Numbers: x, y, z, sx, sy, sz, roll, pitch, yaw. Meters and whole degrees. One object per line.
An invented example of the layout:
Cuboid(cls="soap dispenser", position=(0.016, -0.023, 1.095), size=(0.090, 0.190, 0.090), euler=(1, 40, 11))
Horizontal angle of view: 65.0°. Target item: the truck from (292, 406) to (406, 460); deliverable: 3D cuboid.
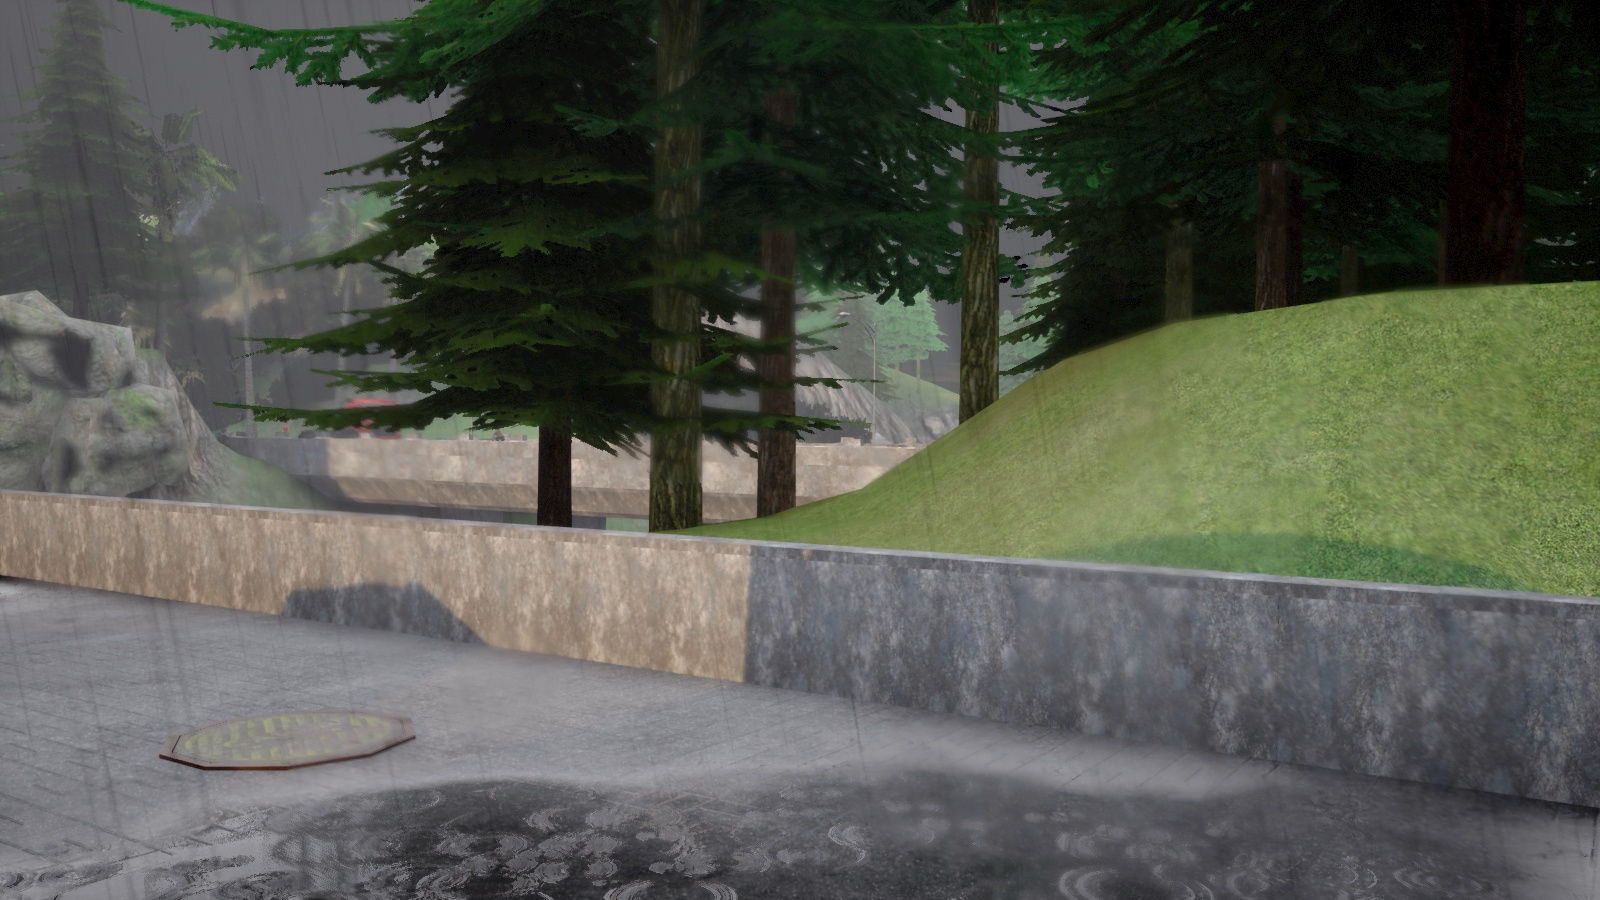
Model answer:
Cuboid(cls="truck", position=(-30.033, -1.119, 83.539), size=(7.936, 3.462, 2.891), euler=(0, 1, 34))
